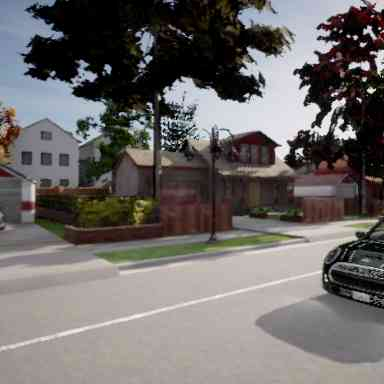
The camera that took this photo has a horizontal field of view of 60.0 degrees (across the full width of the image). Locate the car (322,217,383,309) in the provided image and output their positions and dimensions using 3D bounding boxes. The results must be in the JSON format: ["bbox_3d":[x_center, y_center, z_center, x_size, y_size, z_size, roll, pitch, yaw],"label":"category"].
[{"bbox_3d":[4.937,1.317,7.402,4.553,1.767,2.097,0,0,-35],"label":"car"}]

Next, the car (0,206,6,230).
[{"bbox_3d":[-10.721,1.163,16.972,1.970,1.475,3.806,0,0,-35],"label":"car"}]
